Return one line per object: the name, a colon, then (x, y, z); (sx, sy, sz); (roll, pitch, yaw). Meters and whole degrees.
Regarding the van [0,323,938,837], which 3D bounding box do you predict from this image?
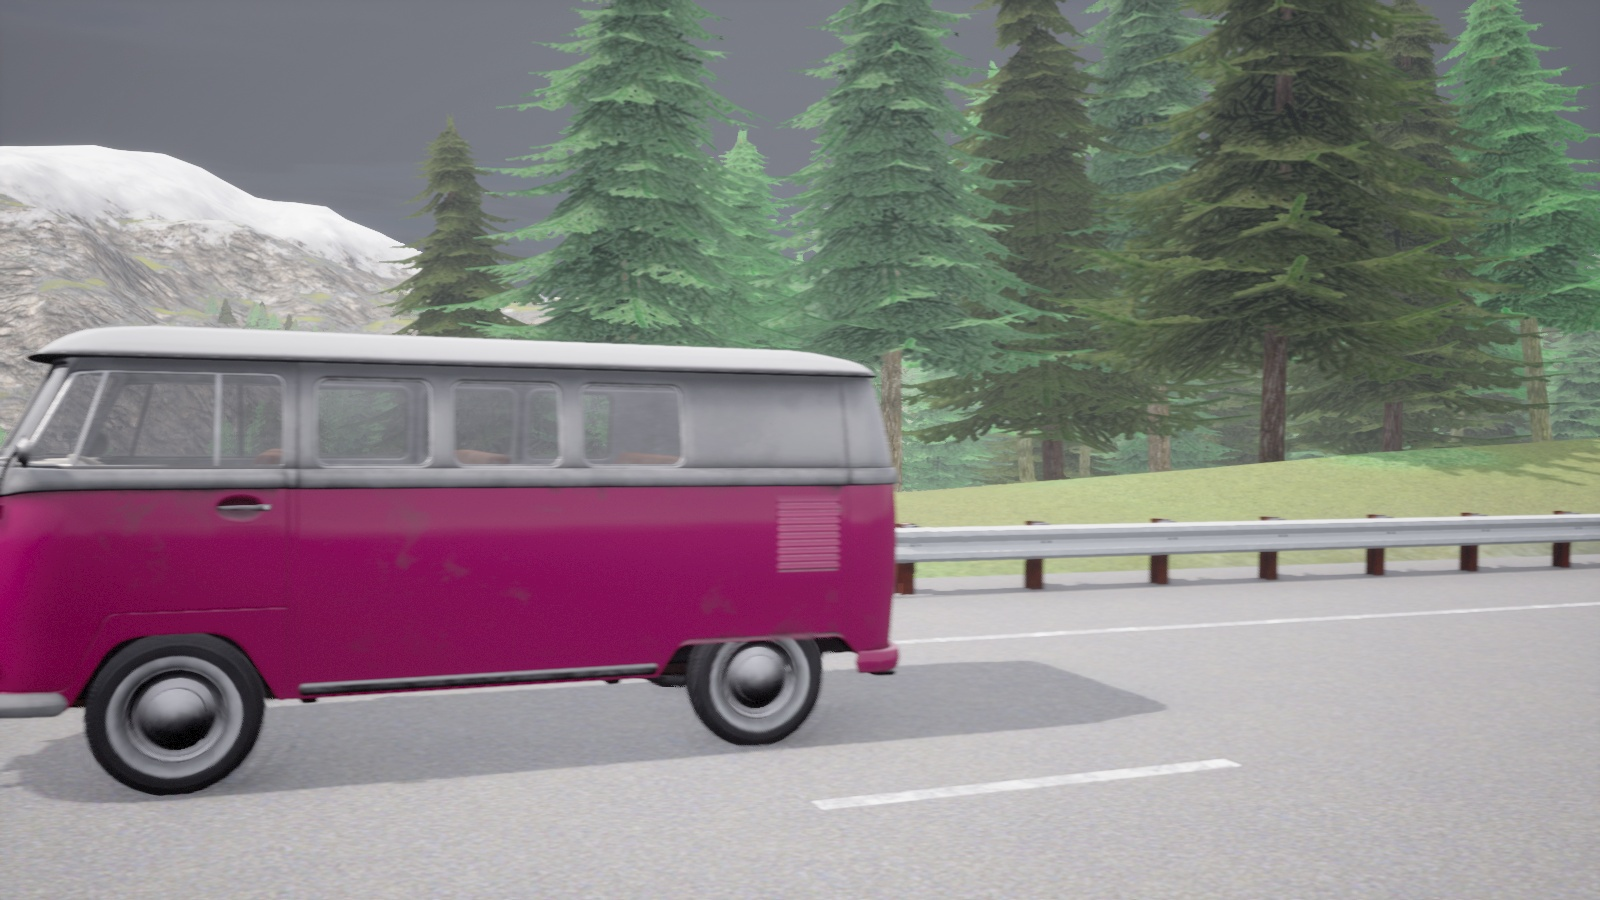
van: (-1.709, 0.466, 6.331); (4.442, 1.987, 1.775); (-1, 1, -21)
